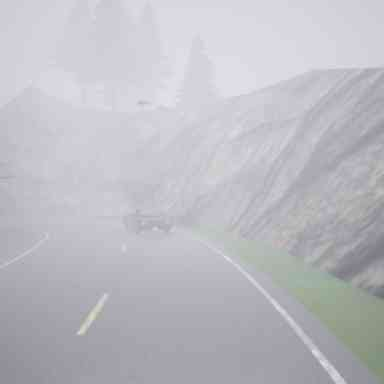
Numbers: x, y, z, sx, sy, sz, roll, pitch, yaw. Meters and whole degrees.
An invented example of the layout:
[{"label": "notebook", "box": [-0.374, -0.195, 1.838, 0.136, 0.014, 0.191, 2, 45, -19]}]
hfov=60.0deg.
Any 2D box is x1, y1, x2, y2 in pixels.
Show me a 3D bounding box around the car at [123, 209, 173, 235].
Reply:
[{"label": "car", "box": [-2.680, 1.588, 19.040, 1.895, 1.301, 4.718, 0, 0, -22]}]
